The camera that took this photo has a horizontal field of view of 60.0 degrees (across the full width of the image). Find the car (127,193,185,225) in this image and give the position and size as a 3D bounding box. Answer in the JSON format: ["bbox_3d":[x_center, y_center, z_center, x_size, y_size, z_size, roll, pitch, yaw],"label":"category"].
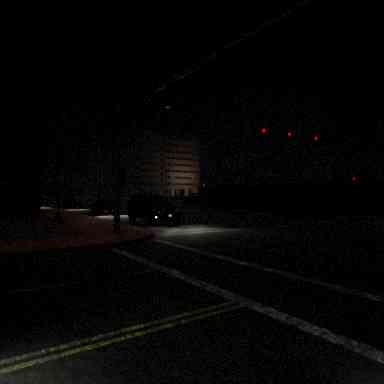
[{"bbox_3d":[-2.943,1.222,24.478,2.150,2.045,5.566,0,0,-33],"label":"car"}]

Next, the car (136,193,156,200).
[{"bbox_3d":[-11.498,1.153,83.878,4.605,1.855,1.932,0,0,-34],"label":"car"}]

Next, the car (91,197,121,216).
[{"bbox_3d":[-8.760,1.506,33.549,1.837,1.490,4.892,0,0,-33],"label":"car"}]

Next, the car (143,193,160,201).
[{"bbox_3d":[-9.918,1.156,81.452,3.866,1.878,1.905,0,0,-34],"label":"car"}]

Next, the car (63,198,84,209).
[{"bbox_3d":[-16.168,1.548,45.125,2.033,1.411,5.357,0,0,-32],"label":"car"}]

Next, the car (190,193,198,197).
[{"bbox_3d":[1.127,1.156,65.232,3.866,1.878,1.905,0,0,-34],"label":"car"}]
